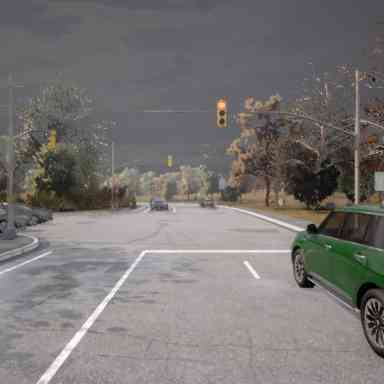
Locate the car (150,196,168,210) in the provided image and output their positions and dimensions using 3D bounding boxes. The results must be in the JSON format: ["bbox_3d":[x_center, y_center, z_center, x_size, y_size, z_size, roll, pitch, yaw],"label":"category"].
[{"bbox_3d":[-4.167,1.425,43.060,2.097,1.767,4.553,0,-1,-3],"label":"car"}]

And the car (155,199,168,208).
[{"bbox_3d":[-4.960,1.766,53.263,2.033,1.411,5.357,0,-1,-6],"label":"car"}]

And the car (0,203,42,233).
[{"bbox_3d":[-11.707,1.545,19.279,4.892,1.490,1.837,0,0,3],"label":"car"}]

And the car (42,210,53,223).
[{"bbox_3d":[-12.328,1.549,23.287,4.892,1.490,1.837,0,0,-6],"label":"car"}]

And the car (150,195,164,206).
[{"bbox_3d":[-7.164,1.747,67.281,2.150,2.045,5.566,0,-2,-12],"label":"car"}]

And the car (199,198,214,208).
[{"bbox_3d":[2.268,1.696,53.299,2.128,1.511,4.902,0,-1,-6],"label":"car"}]

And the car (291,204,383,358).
[{"bbox_3d":[3.581,1.221,6.105,2.150,2.045,5.566,0,0,0],"label":"car"}]
